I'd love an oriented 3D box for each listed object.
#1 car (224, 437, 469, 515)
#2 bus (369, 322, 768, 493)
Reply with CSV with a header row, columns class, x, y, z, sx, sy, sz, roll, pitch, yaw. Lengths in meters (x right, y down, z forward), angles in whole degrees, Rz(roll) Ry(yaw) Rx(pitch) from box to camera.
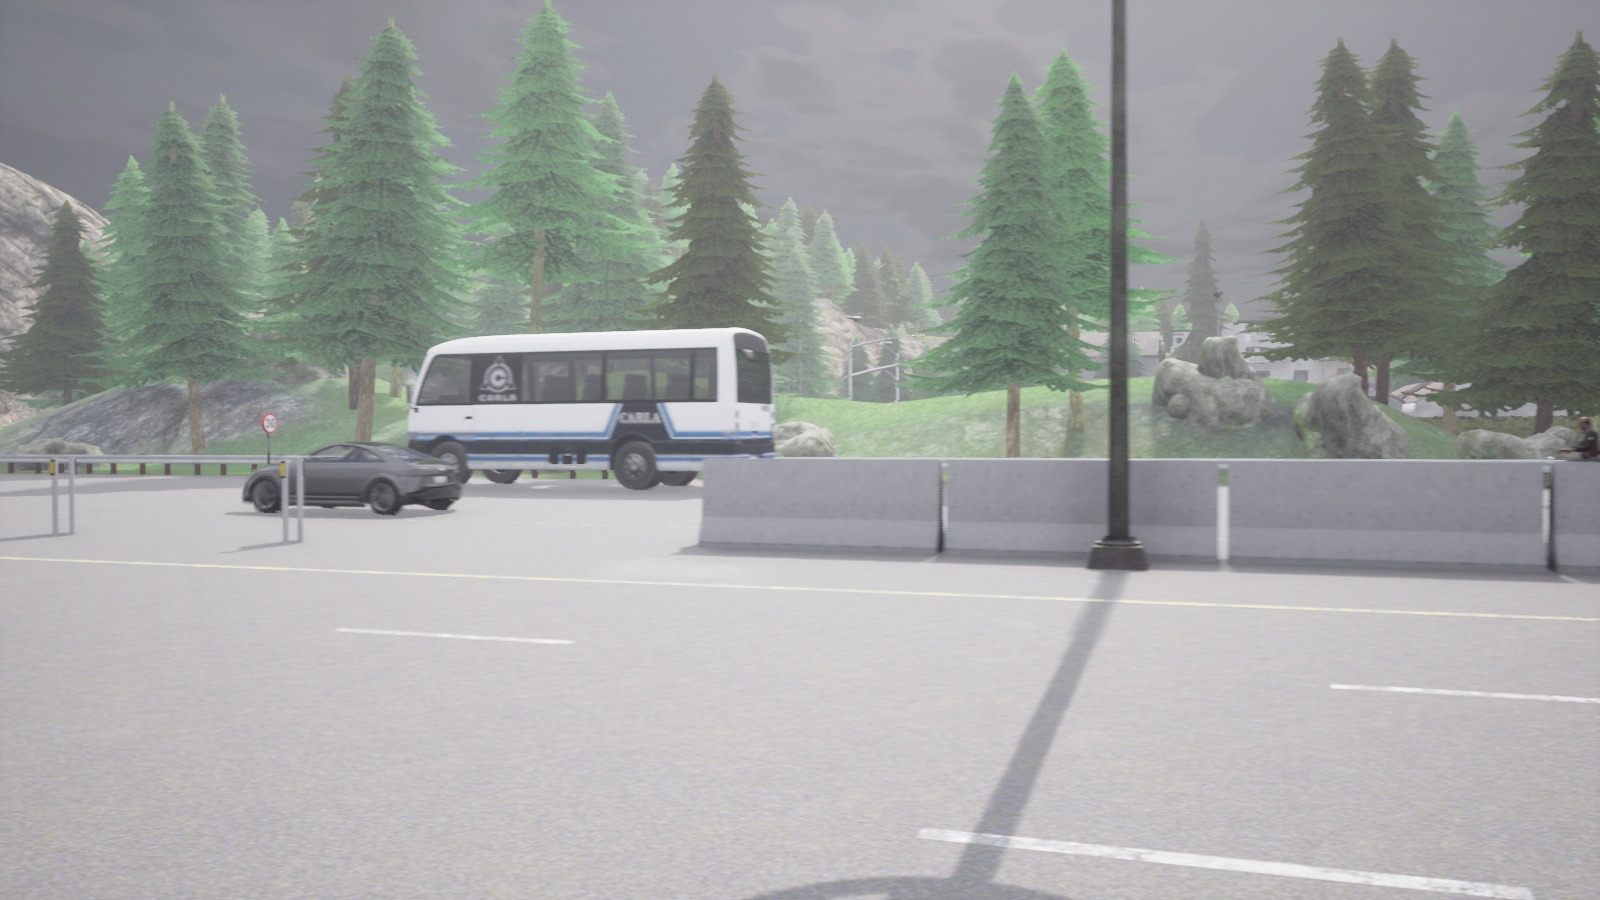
class,x,y,z,sx,sy,sz,roll,pitch,yaw
car,-8.869,0.462,24.642,4.181,1.385,1.994,1,1,19
bus,-6.387,-1.132,34.859,10.273,4.253,3.944,1,1,18
